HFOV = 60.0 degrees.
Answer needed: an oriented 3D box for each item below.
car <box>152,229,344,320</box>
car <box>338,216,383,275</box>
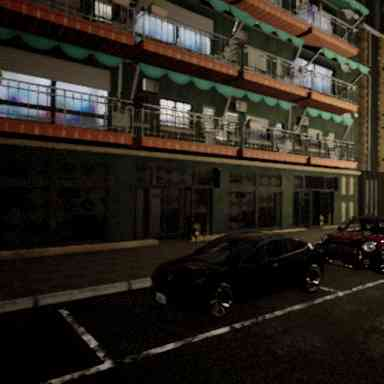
[{"bbox_3d":[1.209,1.601,7.416,4.313,1.339,1.947,0,0,-36],"label":"car"},{"bbox_3d":[5.819,1.514,10.704,4.097,1.590,1.967,0,0,-36],"label":"car"}]
